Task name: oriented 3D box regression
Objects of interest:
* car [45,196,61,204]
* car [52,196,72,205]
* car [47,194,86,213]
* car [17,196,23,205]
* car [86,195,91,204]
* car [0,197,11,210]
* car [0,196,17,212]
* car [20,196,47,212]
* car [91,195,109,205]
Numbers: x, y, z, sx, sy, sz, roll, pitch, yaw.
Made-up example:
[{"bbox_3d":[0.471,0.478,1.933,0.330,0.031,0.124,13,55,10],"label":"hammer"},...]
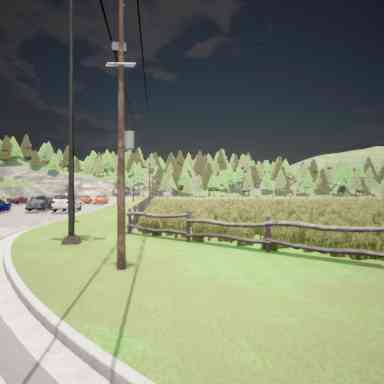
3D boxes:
[{"bbox_3d":[-27.677,1.518,66.370,1.812,1.442,4.674,0,0,-6],"label":"car"},{"bbox_3d":[-23.383,1.541,59.875,2.033,1.411,5.357,0,0,-6],"label":"car"},{"bbox_3d":[-13.865,1.217,37.135,2.150,2.045,5.566,0,0,-6],"label":"car"},{"bbox_3d":[-30.293,1.471,57.750,1.882,1.535,5.008,0,0,-6],"label":"car"},{"bbox_3d":[-20.147,1.345,62.485,2.097,1.767,4.553,0,0,-6],"label":"car"},{"bbox_3d":[-24.962,1.472,42.040,1.882,1.535,5.008,0,0,-6],"label":"car"},{"bbox_3d":[-20.667,1.473,34.928,1.882,1.535,5.008,0,0,-6],"label":"car"},{"bbox_3d":[-17.559,1.543,38.721,2.033,1.411,5.357,0,0,-6],"label":"car"},{"bbox_3d":[-16.416,1.346,60.559,2.097,1.767,4.553,0,0,-6],"label":"car"}]
